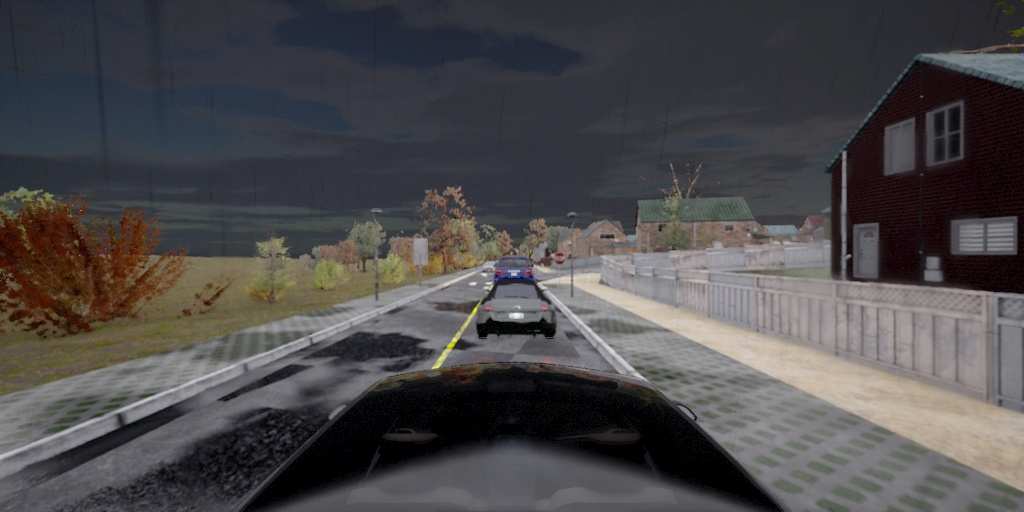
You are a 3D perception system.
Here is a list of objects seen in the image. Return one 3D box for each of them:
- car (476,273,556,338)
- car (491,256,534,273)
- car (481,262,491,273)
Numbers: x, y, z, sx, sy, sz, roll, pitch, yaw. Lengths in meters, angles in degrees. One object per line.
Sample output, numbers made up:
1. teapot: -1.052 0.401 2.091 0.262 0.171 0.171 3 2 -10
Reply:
1. car: 0.102 1.346 10.259 1.994 1.385 4.181 0 0 0
2. car: 0.105 1.045 21.121 2.150 2.045 5.566 0 0 0
3. car: -2.830 1.457 46.185 1.812 1.442 4.674 0 0 0
